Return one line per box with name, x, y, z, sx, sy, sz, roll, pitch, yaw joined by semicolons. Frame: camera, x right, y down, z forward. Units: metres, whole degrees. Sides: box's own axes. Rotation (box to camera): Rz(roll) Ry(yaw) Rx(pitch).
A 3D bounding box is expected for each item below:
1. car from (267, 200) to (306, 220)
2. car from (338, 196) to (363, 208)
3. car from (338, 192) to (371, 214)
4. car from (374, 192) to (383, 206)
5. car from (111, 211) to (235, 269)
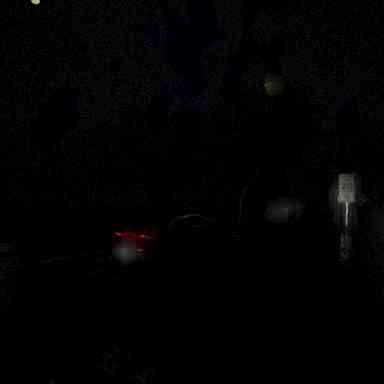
car;7.653;1.350;26.514;1.812;1.442;4.674;0;0;37
car;21.285;1.317;44.553;2.128;1.511;4.902;0;0;37
car;16.062;1.030;32.834;2.150;2.045;5.566;0;0;37
car;28.545;1.098;49.475;2.150;2.045;5.566;0;0;37
car;-0.369;1.388;10.923;2.128;1.511;4.902;0;0;37
